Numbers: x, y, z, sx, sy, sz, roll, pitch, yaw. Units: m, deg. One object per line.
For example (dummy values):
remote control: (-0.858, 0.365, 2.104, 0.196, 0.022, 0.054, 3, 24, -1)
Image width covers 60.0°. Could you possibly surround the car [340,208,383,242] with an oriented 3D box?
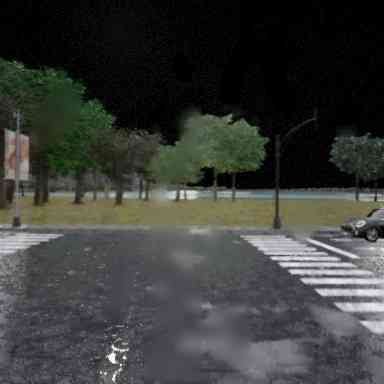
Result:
car: (10.237, 1.607, 17.418, 4.553, 1.767, 2.097, 1, 0, -2)
